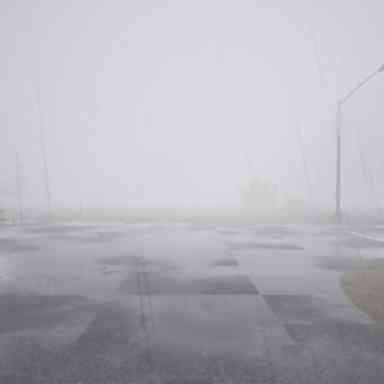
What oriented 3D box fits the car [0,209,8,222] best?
[{"bbox_3d":[-15.387,1.488,22.898,5.008,1.535,1.882,1,0,0],"label":"car"}]
